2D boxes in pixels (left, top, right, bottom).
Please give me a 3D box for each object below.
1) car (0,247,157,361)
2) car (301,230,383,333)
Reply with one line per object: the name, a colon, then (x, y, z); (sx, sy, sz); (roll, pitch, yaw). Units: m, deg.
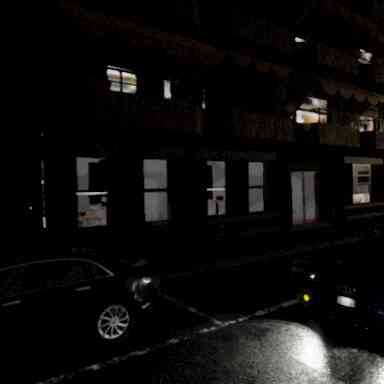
car: (-2.619, 1.542, 4.712); (4.403, 1.369, 2.008); (-1, 0, -36)
car: (3.954, 1.443, 6.204); (4.181, 1.385, 1.994); (-1, 1, -36)
